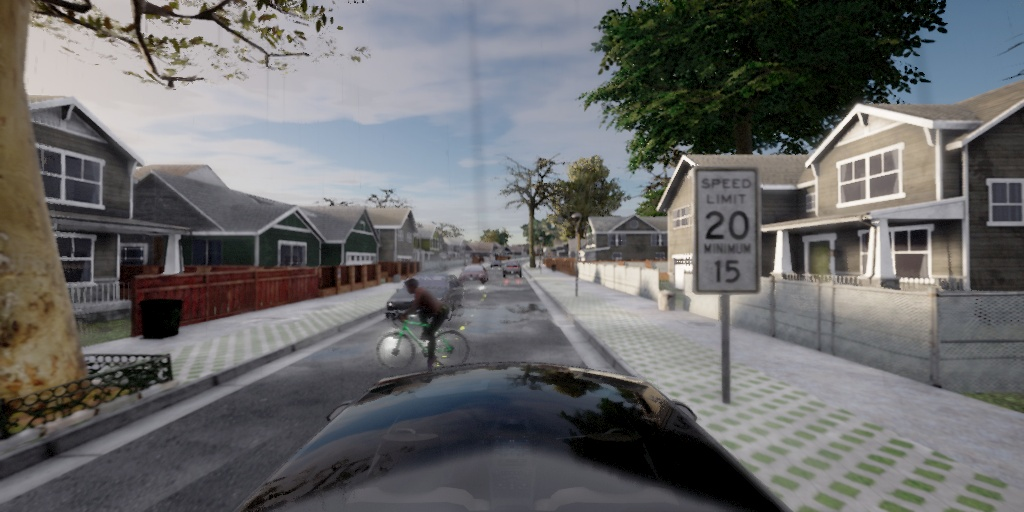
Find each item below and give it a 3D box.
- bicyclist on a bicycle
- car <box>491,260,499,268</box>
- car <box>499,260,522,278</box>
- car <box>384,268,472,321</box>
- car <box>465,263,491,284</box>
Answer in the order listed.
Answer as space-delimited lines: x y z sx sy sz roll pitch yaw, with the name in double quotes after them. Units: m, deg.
-1.600 1.223 6.378 1.656 1.620 0.582 -2 0 0 "bicyclist on a bicycle"
-2.712 1.399 62.597 1.994 1.385 4.181 0 0 2 "car"
0.041 1.339 36.171 2.128 1.511 4.902 0 0 0 "car"
-2.861 1.346 13.007 2.033 1.411 5.357 0 0 0 "car"
-2.866 1.362 27.740 1.812 1.442 4.674 0 0 1 "car"
